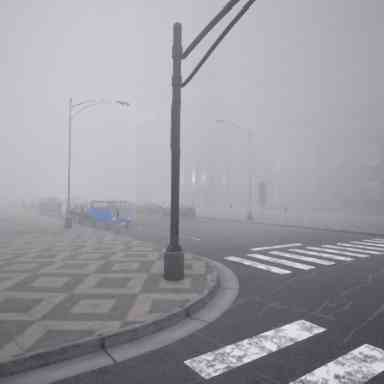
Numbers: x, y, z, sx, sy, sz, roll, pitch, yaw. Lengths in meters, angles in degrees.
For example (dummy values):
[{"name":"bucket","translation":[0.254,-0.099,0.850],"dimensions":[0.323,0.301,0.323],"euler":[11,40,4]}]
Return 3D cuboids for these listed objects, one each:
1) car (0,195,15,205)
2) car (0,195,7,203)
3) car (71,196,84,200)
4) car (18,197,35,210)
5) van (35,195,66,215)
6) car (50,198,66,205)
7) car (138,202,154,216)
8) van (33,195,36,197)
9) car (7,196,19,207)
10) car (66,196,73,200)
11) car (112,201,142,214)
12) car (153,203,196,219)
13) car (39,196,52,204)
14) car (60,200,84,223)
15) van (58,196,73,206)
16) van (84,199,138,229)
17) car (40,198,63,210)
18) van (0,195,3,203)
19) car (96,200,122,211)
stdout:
[{"name":"car","translation":[-37.037,1.732,66.230],"dimensions":[1.752,1.417,4.829],"euler":[1,-1,-35]},{"name":"car","translation":[-43.511,1.566,75.394],"dimensions":[2.192,1.841,5.009],"euler":[1,-1,-35]},{"name":"car","translation":[-17.394,1.817,53.241],"dimensions":[1.887,1.381,4.507],"euler":[1,-1,-35]},{"name":"car","translation":[-21.191,1.682,43.810],"dimensions":[1.802,1.307,4.206],"euler":[1,-1,-35]},{"name":"van","translation":[-14.810,1.398,34.789],"dimensions":[1.690,1.788,3.998],"euler":[1,-1,-35]},{"name":"car","translation":[-26.968,1.887,66.774],"dimensions":[2.008,1.369,4.403],"euler":[1,-1,-35]},{"name":"car","translation":[-4.630,1.731,35.198],"dimensions":[1.887,1.381,4.507],"euler":[1,-1,-35]},{"name":"van","translation":[-36.538,1.743,80.308],"dimensions":[1.690,1.788,3.998],"euler":[1,-1,-35]},{"name":"car","translation":[-27.568,1.693,52.834],"dimensions":[2.008,1.369,4.403],"euler":[1,-1,-35]},{"name":"car","translation":[-20.583,1.608,57.754],"dimensions":[2.192,1.841,5.009],"euler":[1,-1,-35]},{"name":"car","translation":[-7.821,1.753,39.709],"dimensions":[1.887,1.381,4.507],"euler":[1,-1,-35]},{"name":"car","translation":[-1.439,1.711,30.687],"dimensions":[1.887,1.381,4.507],"euler":[1,-1,-35]},{"name":"car","translation":[-33.349,1.820,75.797],"dimensions":[1.967,1.590,4.097],"euler":[1,-1,-35]},{"name":"car","translation":[-8.435,1.560,25.764],"dimensions":[1.887,1.381,4.507],"euler":[1,-1,-35]},{"name":"van","translation":[-23.774,1.656,62.265],"dimensions":[1.690,1.788,3.998],"euler":[1,-1,-35]},{"name":"van","translation":[-5.243,1.336,21.255],"dimensions":[1.690,1.788,3.998],"euler":[1,-1,-35]},{"name":"car","translation":[-19.702,1.659,46.512],"dimensions":[1.837,1.490,4.892],"euler":[1,-1,-35]},{"name":"van","translation":[-46.701,1.614,79.906],"dimensions":[1.690,1.788,3.998],"euler":[1,-1,-35]},{"name":"car","translation":[-11.110,1.755,44.358],"dimensions":[1.752,1.417,4.829],"euler":[1,-1,-35]}]
